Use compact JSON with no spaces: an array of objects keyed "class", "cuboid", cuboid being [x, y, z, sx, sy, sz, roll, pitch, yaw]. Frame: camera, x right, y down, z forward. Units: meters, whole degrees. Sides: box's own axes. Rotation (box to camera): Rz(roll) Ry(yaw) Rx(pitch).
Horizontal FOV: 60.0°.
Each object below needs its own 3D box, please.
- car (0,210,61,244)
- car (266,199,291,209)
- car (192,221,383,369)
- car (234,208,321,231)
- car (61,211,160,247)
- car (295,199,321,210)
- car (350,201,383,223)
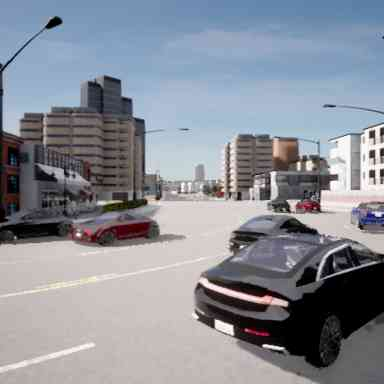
[{"class":"car","cuboid":[-7.839,1.586,15.958,4.181,1.385,1.994,0,0,-45]},{"class":"car","cuboid":[9.817,1.551,37.975,1.837,1.490,4.892,0,0,0]},{"class":"car","cuboid":[2.183,1.498,5.850,4.902,1.511,2.128,0,0,-43]},{"class":"car","cuboid":[3.055,1.540,11.971,1.812,1.442,4.674,0,0,39]},{"class":"car","cuboid":[-3.434,1.584,15.332,1.994,1.385,4.181,0,0,39]},{"class":"car","cuboid":[13.303,1.570,38.234,1.812,1.442,4.674,0,0,0]},{"class":"car","cuboid":[11.644,1.377,21.581,2.097,1.767,4.553,0,0,18]}]
